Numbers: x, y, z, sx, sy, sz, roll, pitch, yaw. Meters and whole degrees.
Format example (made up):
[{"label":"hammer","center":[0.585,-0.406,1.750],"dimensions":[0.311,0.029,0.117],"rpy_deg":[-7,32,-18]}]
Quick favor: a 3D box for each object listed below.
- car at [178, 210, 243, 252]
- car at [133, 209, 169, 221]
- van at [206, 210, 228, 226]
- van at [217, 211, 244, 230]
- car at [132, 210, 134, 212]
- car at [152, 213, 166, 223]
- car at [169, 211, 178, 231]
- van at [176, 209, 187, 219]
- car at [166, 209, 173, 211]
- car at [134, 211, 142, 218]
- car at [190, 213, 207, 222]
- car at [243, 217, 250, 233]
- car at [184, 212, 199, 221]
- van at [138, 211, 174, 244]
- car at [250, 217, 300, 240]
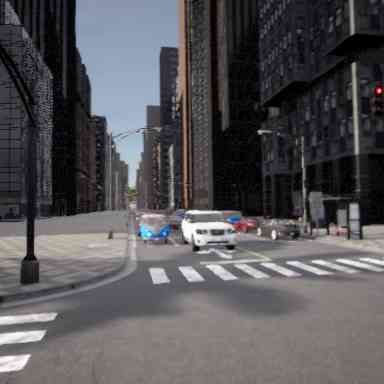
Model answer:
[{"label":"car","center":[0.798,2.058,18.745],"dimensions":[2.150,2.045,5.566],"rpy_deg":[0,-3,-10]},{"label":"car","center":[-3.457,2.601,27.293],"dimensions":[2.192,1.841,5.009],"rpy_deg":[0,-3,-10]},{"label":"van","center":[2.906,3.113,39.978],"dimensions":[1.690,1.788,3.998],"rpy_deg":[0,-3,-10]},{"label":"van","center":[3.918,2.843,34.398],"dimensions":[1.690,1.788,3.998],"rpy_deg":[0,-3,-10]},{"label":"car","center":[-10.540,4.732,66.341],"dimensions":[2.008,1.369,4.403],"rpy_deg":[0,-3,-10]},{"label":"car","center":[-5.242,4.070,52.584],"dimensions":[1.895,1.301,4.718],"rpy_deg":[0,-3,-10]},{"label":"car","center":[-1.477,2.918,31.309],"dimensions":[1.882,1.535,5.008],"rpy_deg":[0,-2,-10]},{"label":"van","center":[-2.156,4.471,67.878],"dimensions":[1.690,1.788,3.998],"rpy_deg":[0,-3,-10]},{"label":"car","center":[-6.206,5.532,90.198],"dimensions":[2.192,1.841,5.009],"rpy_deg":[0,-3,-10]},{"label":"car","center":[-12.535,5.242,77.335],"dimensions":[1.752,1.417,4.829],"rpy_deg":[0,-3,-10]},{"label":"car","center":[0.884,3.895,51.126],"dimensions":[1.802,1.307,4.206],"rpy_deg":[0,-3,-10]},{"label":"car","center":[4.934,2.816,28.807],"dimensions":[1.802,1.307,4.206],"rpy_deg":[0,-3,-10]},{"label":"car","center":[-0.128,4.167,56.706],"dimensions":[1.802,1.307,4.206],"rpy_deg":[0,-3,-10]},{"label":"van","center":[-2.444,2.359,21.712],"dimensions":[1.690,1.788,3.998],"rpy_deg":[0,-3,-10]},{"label":"car","center":[5.946,2.517,23.228],"dimensions":[2.008,1.369,4.403],"rpy_deg":[0,-3,-10]}]
